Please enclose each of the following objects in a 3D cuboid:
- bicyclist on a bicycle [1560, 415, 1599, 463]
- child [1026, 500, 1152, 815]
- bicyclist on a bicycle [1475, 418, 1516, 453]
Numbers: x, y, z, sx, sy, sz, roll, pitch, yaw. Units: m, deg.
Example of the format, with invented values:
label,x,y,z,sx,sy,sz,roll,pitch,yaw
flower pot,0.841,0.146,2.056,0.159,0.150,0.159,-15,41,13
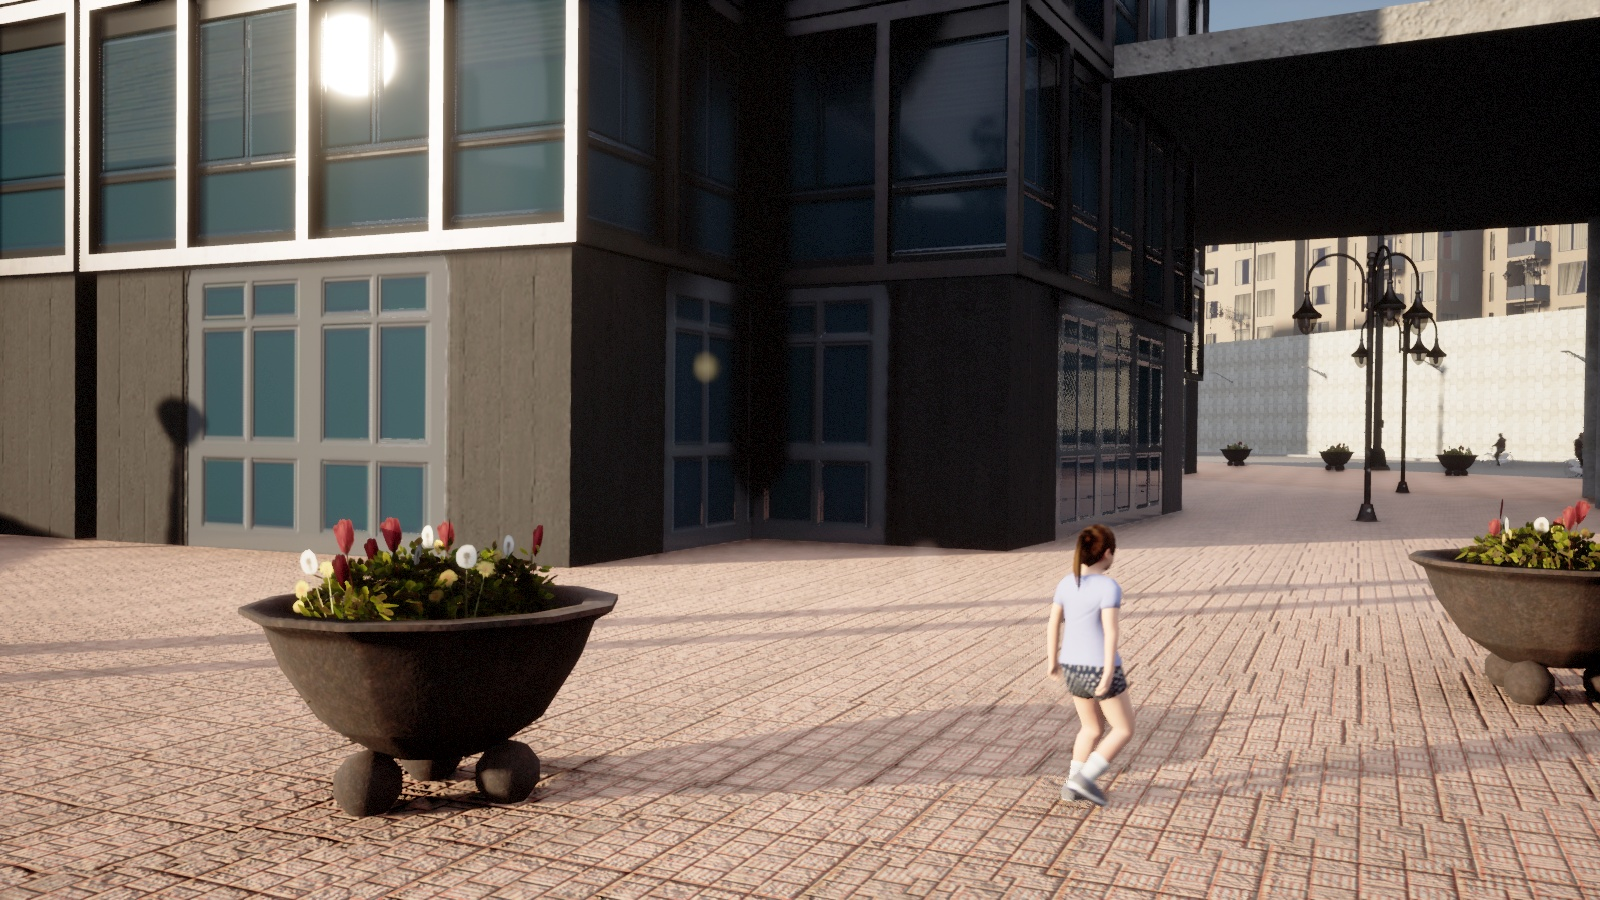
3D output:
label,x,y,z,sx,sy,sz,roll,pitch,yaw
bicyclist on a bicycle,29.611,-0.419,47.190,0.659,1.776,1.843,-1,1,-16
child,1.089,0.754,4.729,0.394,1.110,0.255,-1,1,-35
bicyclist on a bicycle,35.208,-0.746,63.571,0.659,1.776,1.843,-1,1,-20
